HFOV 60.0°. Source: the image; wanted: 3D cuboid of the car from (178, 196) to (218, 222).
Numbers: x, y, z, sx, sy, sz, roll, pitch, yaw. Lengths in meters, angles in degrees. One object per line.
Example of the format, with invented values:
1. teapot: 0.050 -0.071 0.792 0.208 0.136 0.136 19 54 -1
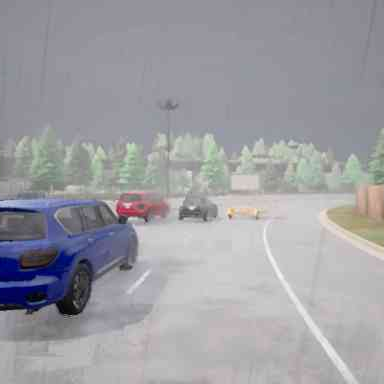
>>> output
1. car: 0.583 1.161 24.946 2.097 1.767 4.553 0 0 16

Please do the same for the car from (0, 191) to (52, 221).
1. car: -13.818 0.975 26.225 2.150 2.045 5.566 0 0 16

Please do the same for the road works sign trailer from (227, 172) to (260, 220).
1. road works sign trailer: 4.163 0.277 25.985 2.380 3.560 2.880 0 0 21

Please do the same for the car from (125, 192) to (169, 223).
1. car: -3.424 1.026 23.842 2.150 2.045 5.566 0 0 15

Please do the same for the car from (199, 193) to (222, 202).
1. car: 3.523 1.036 62.026 1.837 1.490 4.892 0 0 36

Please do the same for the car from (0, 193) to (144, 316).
1. car: -2.884 1.153 7.588 2.150 2.045 5.566 0 1 6
